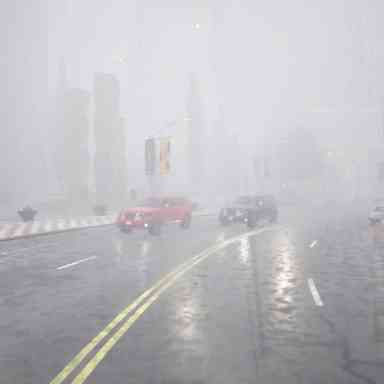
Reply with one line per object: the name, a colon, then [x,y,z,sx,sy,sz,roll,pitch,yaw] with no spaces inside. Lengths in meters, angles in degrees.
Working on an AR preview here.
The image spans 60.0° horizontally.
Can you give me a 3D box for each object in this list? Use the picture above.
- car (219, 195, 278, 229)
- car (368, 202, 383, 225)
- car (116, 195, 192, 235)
car: [3.935,1.221,22.333,2.150,2.045,5.566,0,0,36]
car: [14.077,1.601,23.292,4.718,1.301,1.895,0,0,-45]
car: [-1.957,1.223,19.247,2.150,2.045,5.566,0,0,27]
